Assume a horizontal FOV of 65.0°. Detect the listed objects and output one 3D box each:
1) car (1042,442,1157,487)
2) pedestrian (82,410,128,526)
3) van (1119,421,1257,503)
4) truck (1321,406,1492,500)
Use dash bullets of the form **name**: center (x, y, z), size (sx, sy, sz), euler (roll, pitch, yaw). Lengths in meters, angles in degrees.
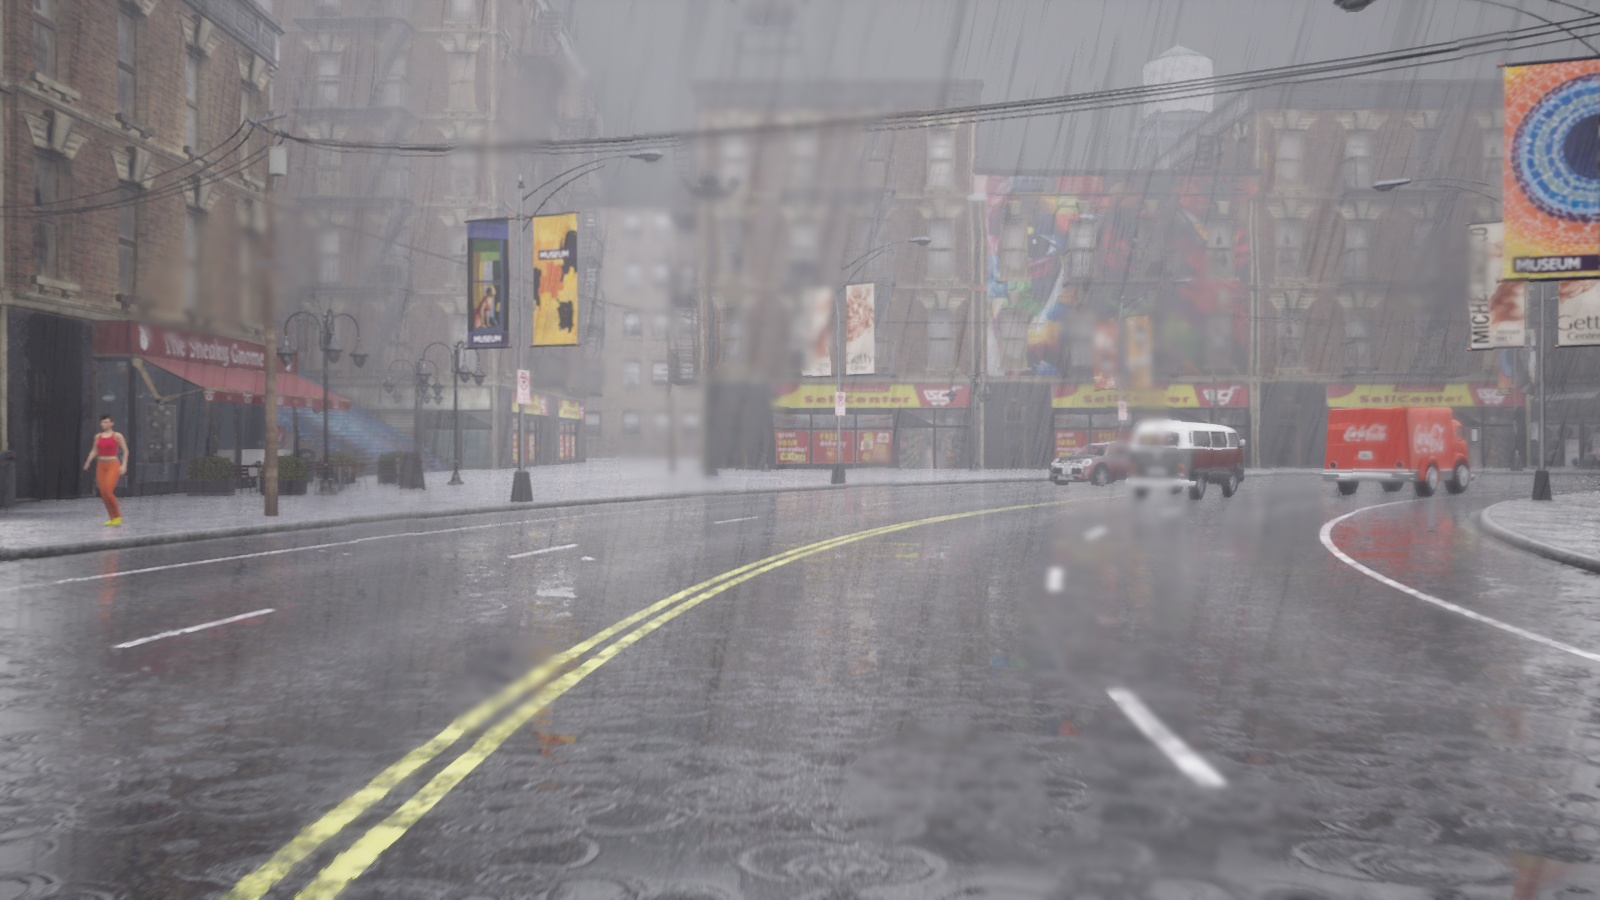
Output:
- **car**: center (10.410, 0.475, 43.550), size (3.806, 1.475, 1.970), euler (0, 0, -39)
- **pedestrian**: center (-11.097, 0.281, 20.055), size (0.345, 1.836, 0.594), euler (0, 0, 7)
- **van**: center (10.428, 0.289, 33.554), size (2.069, 2.038, 4.480), euler (0, 0, 38)
- **truck**: center (17.230, 0.073, 35.580), size (5.204, 2.467, 2.627), euler (0, 0, -42)
